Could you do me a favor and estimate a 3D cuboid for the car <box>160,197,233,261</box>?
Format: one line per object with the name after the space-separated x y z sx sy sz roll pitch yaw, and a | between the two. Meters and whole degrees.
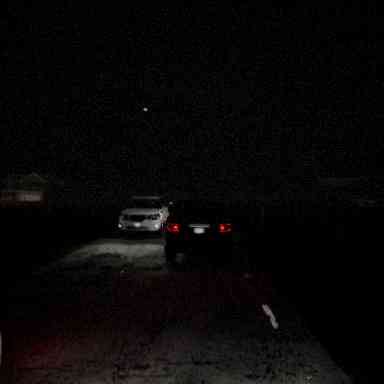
0.251 1.237 12.506 2.150 2.045 5.566 0 0 1 | car

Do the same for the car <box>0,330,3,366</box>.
-2.814 1.512 1.573 1.812 1.442 4.674 0 0 0 | car

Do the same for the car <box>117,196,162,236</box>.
-2.602 1.234 18.844 2.150 2.045 5.566 0 0 1 | car

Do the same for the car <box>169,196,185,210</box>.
-2.104 1.545 47.791 2.097 1.767 4.553 0 0 1 | car

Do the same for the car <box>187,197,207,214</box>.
0.579 1.443 36.663 2.097 1.767 4.553 0 0 1 | car
